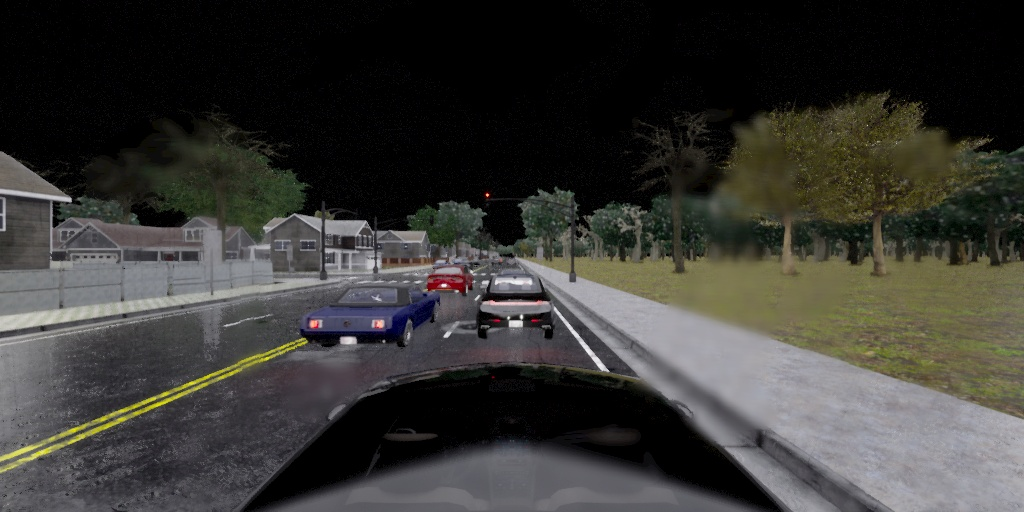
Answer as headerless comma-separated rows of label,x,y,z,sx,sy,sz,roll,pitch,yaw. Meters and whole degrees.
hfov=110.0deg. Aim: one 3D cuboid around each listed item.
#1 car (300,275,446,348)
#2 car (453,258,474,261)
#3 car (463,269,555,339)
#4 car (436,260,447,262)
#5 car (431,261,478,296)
car,-3.155,1.350,9.178,1.895,1.301,4.718,0,0,0
car,-6.642,1.294,50.768,1.994,1.385,4.181,0,0,0
car,0.087,1.240,10.087,2.128,1.511,4.902,0,0,0
car,-9.893,1.256,50.442,1.812,1.442,4.674,0,0,0
car,-3.170,1.225,19.166,1.882,1.535,5.008,0,0,0
